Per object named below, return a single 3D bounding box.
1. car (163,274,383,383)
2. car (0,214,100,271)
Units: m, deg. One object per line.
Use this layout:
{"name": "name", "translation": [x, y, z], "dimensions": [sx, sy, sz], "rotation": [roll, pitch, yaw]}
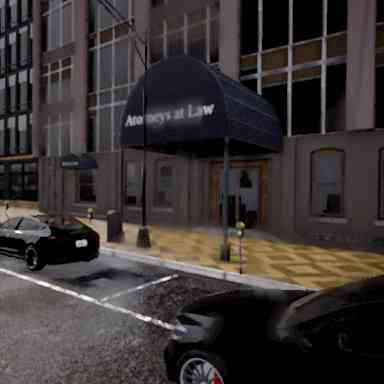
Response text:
{"name": "car", "translation": [1.881, 1.529, 3.008], "dimensions": [4.674, 1.442, 1.812], "rotation": [2, 1, 35]}
{"name": "car", "translation": [-4.537, 1.295, 9.762], "dimensions": [4.313, 1.339, 1.947], "rotation": [2, 0, 35]}
